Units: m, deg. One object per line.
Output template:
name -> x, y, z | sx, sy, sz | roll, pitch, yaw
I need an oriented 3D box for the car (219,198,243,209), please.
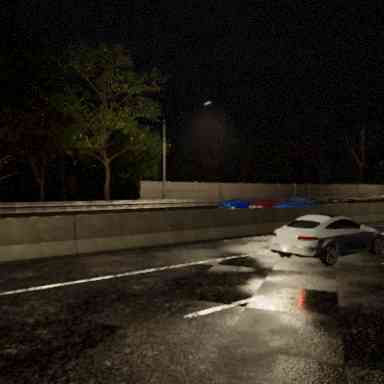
car -> 5.184, 1.395, 37.387 | 5.008, 1.535, 1.882 | 0, 0, -37

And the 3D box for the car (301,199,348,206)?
car -> 12.355, 1.419, 29.982 | 4.892, 1.490, 1.837 | 0, 0, -35

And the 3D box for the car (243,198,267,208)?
car -> 8.023, 1.440, 35.491 | 4.674, 1.442, 1.812 | 0, 0, -35

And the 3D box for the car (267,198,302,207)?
car -> 10.065, 1.392, 32.648 | 5.008, 1.535, 1.882 | 0, 0, -35

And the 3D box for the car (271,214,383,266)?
car -> 4.690, 1.491, 11.399 | 4.674, 1.442, 1.812 | 0, 0, -35
